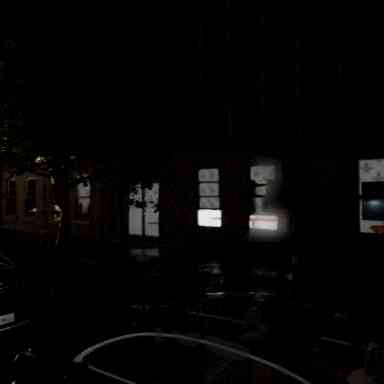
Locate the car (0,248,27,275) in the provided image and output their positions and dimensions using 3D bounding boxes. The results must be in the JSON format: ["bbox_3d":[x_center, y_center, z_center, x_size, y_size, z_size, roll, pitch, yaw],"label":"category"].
[{"bbox_3d":[-4.465,1.611,6.011,4.403,1.369,2.008,-1,0,35],"label":"car"}]

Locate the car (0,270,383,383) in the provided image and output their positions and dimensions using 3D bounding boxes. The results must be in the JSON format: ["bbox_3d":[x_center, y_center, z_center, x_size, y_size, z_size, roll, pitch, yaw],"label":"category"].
[{"bbox_3d":[0.193,1.557,2.739,4.403,1.369,2.008,-1,0,35],"label":"car"}]
